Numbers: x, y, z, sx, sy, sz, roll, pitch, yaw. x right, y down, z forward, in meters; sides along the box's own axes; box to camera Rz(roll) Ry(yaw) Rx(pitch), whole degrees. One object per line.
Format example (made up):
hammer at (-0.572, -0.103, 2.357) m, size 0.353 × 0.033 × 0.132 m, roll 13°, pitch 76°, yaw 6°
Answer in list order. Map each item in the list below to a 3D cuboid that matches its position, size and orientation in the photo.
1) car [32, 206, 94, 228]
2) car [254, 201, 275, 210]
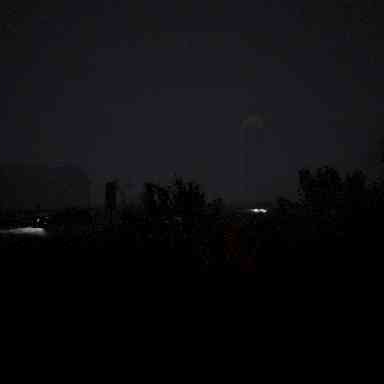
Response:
car at (-9.040, 1.702, 23.568) m, size 1.994 × 1.385 × 4.181 m, roll 0°, pitch 0°, yaw 33°
car at (11.459, 2.038, 52.369) m, size 1.994 × 1.385 × 4.181 m, roll 0°, pitch -1°, yaw 37°
